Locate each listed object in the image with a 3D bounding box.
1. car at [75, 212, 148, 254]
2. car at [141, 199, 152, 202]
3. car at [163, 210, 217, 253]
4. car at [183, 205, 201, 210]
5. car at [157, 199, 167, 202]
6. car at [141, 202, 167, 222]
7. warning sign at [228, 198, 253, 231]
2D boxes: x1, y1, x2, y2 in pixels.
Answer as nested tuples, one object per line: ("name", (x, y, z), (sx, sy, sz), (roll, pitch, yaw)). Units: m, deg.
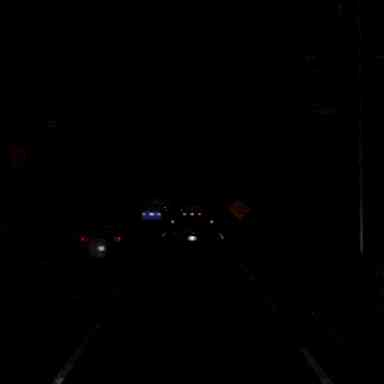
("car", (-3.244, 1.744, 14.122), (1.895, 1.301, 4.718), (0, -1, 0))
("car", (-9.728, 2.320, 71.009), (1.882, 1.535, 5.008), (0, -1, 0))
("car", (0.010, 1.709, 14.341), (1.994, 1.385, 4.181), (0, -1, 0))
("car", (0.010, 1.847, 29.008), (2.033, 1.411, 5.357), (0, -1, 0))
("car", (-6.478, 2.198, 71.042), (2.097, 1.767, 4.553), (0, -1, 0))
("car", (-3.240, 1.848, 29.010), (2.033, 1.411, 5.357), (0, -1, 0))
("warning sign", (2.844, 1.314, 19.564), (1.300, 1.860, 1.060), (-1, -1, 0))
